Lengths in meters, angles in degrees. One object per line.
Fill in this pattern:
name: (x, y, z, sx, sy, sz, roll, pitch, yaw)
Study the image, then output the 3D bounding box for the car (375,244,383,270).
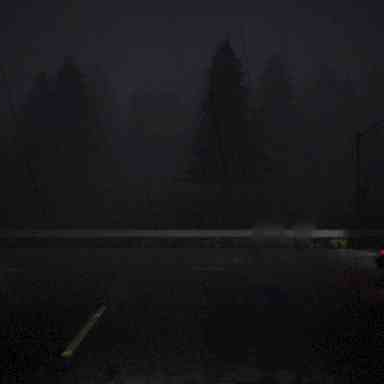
car: (7.820, 1.710, 8.769, 5.357, 1.411, 2.033, 0, 0, -4)
